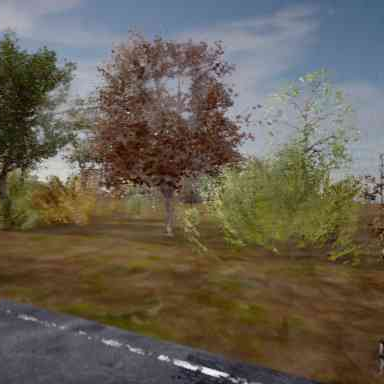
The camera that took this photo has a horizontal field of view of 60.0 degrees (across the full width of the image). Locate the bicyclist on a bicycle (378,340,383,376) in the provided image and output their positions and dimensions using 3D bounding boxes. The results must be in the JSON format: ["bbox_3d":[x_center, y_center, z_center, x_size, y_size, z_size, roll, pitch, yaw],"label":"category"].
[{"bbox_3d":[2.065,1.564,2.622,1.656,1.620,0.582,0,-2,29],"label":"bicyclist on a bicycle"}]
